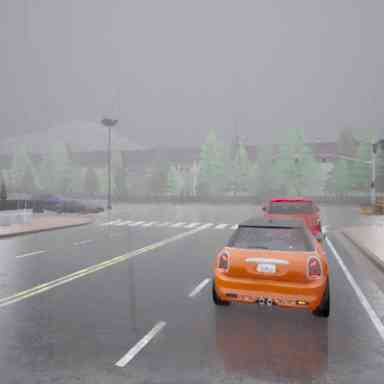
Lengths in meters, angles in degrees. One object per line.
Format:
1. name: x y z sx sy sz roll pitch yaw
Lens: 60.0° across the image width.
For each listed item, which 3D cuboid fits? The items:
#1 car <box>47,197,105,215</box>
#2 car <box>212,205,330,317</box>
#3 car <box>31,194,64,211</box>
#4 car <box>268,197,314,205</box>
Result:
1. car: -11.567 1.540 33.706 5.357 1.411 2.033 0 0 19
2. car: 1.994 1.350 7.823 2.097 1.767 4.553 0 0 19
3. car: -16.112 1.205 38.858 5.566 2.045 2.150 0 0 16
4. car: 4.167 1.218 14.098 2.150 2.045 5.566 0 0 16
